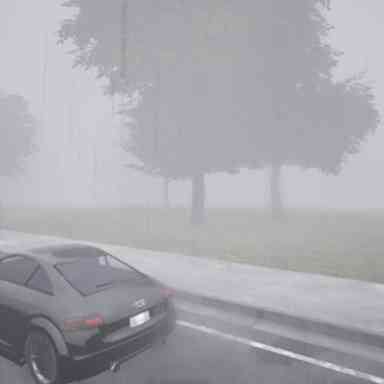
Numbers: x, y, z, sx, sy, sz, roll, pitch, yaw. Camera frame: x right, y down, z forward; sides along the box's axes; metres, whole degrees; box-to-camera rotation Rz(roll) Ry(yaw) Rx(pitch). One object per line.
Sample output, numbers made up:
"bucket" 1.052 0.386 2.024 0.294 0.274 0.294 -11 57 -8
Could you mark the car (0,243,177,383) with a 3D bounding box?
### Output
"car" -2.283 1.544 5.313 4.181 1.385 1.994 0 0 35
